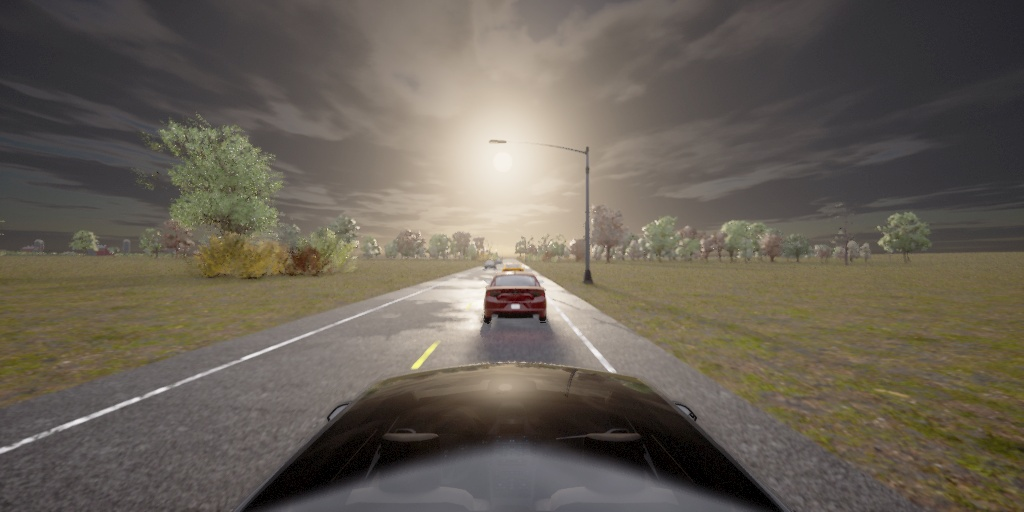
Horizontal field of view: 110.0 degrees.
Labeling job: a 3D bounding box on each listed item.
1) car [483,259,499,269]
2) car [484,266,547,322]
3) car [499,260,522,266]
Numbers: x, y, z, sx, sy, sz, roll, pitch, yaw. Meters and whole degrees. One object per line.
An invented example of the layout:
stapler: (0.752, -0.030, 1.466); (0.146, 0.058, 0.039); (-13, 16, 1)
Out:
car: (-3.555, 1.455, 58.231); (1.812, 1.442, 4.674); (0, 0, 0)
car: (0.098, 1.263, 12.425); (1.882, 1.535, 5.008); (0, 0, 0)
car: (0.096, 1.321, 30.791); (1.882, 1.535, 5.008); (0, 0, 0)
